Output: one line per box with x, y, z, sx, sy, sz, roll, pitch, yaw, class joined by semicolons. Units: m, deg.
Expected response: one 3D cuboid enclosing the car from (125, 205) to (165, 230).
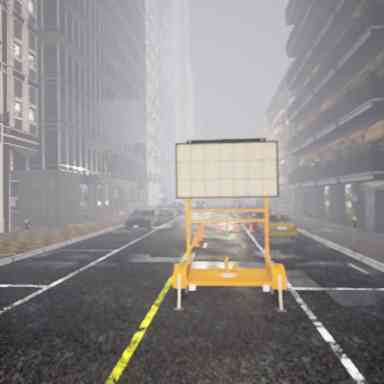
-3.496;1.902;23.938;1.947;1.339;4.313;-1;-1;5;car

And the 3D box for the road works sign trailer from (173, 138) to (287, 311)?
0.830;0.549;7.939;2.380;3.560;2.880;-1;-1;5;road works sign trailer

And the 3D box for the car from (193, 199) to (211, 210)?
1.299;1.931;48.870;2.097;1.767;4.553;-1;-1;5;car

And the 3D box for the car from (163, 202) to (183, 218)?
-2.534;2.012;35.193;2.008;1.369;4.403;-1;-1;5;car

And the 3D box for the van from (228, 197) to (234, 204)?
10.619;2.330;90.761;1.690;1.788;3.998;-1;-1;5;van

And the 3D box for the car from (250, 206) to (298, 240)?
4.387;1.678;17.768;1.752;1.417;4.829;-1;-1;5;car

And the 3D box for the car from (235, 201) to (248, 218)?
5.815;1.889;34.482;2.008;1.369;4.403;-1;-1;5;car

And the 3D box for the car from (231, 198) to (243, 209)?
6.774;1.905;45.738;1.967;1.590;4.097;-1;-1;5;car

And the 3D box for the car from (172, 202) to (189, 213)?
-1.588;2.112;46.279;1.752;1.417;4.829;-1;-1;5;car

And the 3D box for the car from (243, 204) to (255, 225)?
4.854;1.779;23.226;1.947;1.339;4.313;-1;-1;5;car

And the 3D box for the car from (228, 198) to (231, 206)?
7.735;1.909;56.995;2.192;1.841;5.009;-1;-1;5;car

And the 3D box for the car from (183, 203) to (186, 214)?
-2.056;1.965;40.823;1.967;1.590;4.097;-1;-1;5;car
